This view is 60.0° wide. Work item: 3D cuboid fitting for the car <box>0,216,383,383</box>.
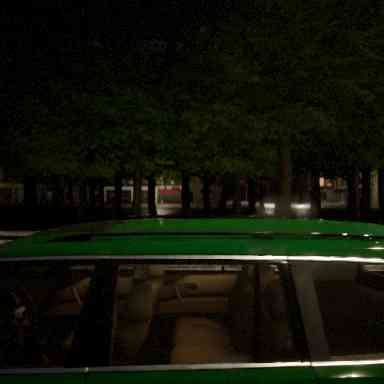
[{"bbox_3d":[-0.614,1.234,2.574,5.566,2.045,2.150,1,0,0],"label":"car"}]
